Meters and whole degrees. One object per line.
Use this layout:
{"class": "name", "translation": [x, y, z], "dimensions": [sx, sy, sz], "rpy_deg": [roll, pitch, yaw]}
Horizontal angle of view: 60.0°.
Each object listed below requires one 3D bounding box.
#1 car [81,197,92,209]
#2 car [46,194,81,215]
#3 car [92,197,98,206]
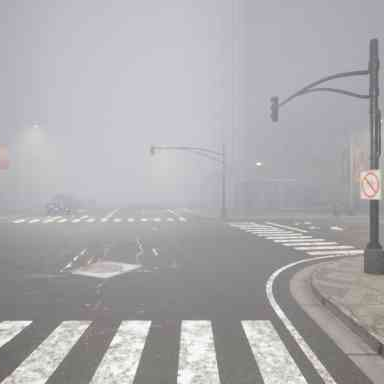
{"class": "car", "translation": [-14.913, 1.591, 44.071], "dimensions": [1.994, 1.385, 4.181], "rpy_deg": [0, 0, -10]}
{"class": "car", "translation": [-13.306, 1.239, 34.212], "dimensions": [2.150, 2.045, 5.566], "rpy_deg": [0, 0, -9]}
{"class": "car", "translation": [-16.589, 1.517, 54.550], "dimensions": [1.882, 1.535, 5.008], "rpy_deg": [0, 0, -9]}
